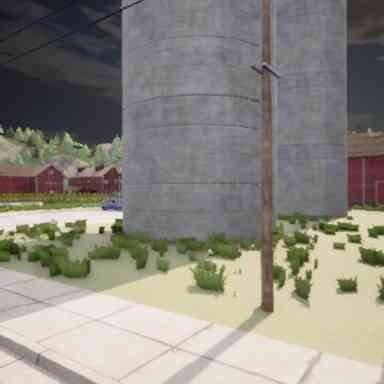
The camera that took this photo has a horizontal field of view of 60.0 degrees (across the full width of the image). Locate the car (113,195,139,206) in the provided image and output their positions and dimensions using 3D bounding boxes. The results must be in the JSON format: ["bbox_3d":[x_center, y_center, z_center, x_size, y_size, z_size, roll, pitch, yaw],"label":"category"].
[{"bbox_3d":[-12.099,1.515,60.729,4.605,1.855,1.932,0,0,35],"label":"car"}]

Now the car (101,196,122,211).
[{"bbox_3d":[-9.278,1.624,41.645,4.611,1.667,2.242,0,0,35],"label":"car"}]
